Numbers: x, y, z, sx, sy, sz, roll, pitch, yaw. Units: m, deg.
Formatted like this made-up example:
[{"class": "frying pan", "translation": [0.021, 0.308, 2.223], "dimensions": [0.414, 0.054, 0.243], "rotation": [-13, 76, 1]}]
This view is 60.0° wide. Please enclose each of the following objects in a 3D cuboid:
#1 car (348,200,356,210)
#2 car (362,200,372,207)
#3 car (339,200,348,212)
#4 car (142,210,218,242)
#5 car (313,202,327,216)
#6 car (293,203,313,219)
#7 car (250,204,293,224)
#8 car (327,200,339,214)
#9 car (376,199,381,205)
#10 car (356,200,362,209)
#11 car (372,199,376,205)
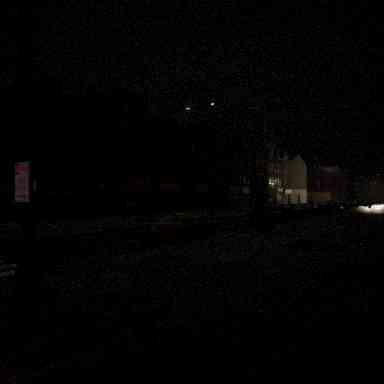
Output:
[{"class": "car", "translation": [22.243, 1.950, 48.895], "dimensions": [2.008, 1.369, 4.403], "rotation": [-1, -1, 35]}, {"class": "car", "translation": [31.993, 2.144, 62.671], "dimensions": [2.008, 1.369, 4.403], "rotation": [-1, -1, 35]}, {"class": "car", "translation": [18.992, 1.782, 44.304], "dimensions": [1.967, 1.590, 4.097], "rotation": [-1, -1, 35]}, {"class": "car", "translation": [-0.407, 1.597, 16.889], "dimensions": [1.752, 1.417, 4.829], "rotation": [-1, -1, 35]}, {"class": "car", "translation": [12.494, 1.819, 35.118], "dimensions": [1.802, 1.307, 4.206], "rotation": [-1, -1, 35]}, {"class": "car", "translation": [9.244, 1.741, 30.526], "dimensions": [2.008, 1.369, 4.403], "rotation": [-1, -1, 35]}, {"class": "car", "translation": [5.995, 1.713, 25.934], "dimensions": [1.947, 1.339, 4.313], "rotation": [-1, -1, 35]}, {"class": "car", "translation": [15.744, 1.832, 39.710], "dimensions": [1.887, 1.381, 4.507], "rotation": [-1, -1, 35]}, {"class": "car", "translation": [44.990, 2.458, 81.036], "dimensions": [2.008, 1.369, 4.403], "rotation": [-2, -2, 35]}, {"class": "car", "translation": [25.493, 2.011, 53.486], "dimensions": [2.008, 1.369, 4.403], "rotation": [-1, -1, 35]}, {"class": "car", "translation": [35.242, 2.209, 67.262], "dimensions": [1.887, 1.381, 4.507], "rotation": [-1, -2, 35]}]
